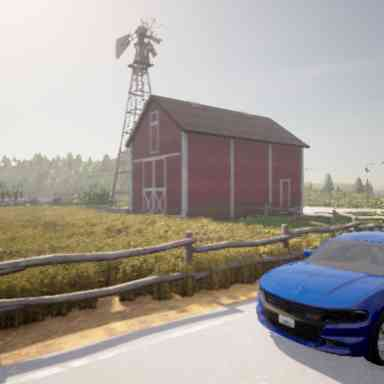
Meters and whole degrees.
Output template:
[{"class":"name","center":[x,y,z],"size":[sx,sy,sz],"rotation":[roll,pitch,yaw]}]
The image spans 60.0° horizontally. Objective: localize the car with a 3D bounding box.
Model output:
[{"class":"car","center":[3.311,1.491,5.996],"size":[5.008,1.535,1.882],"rotation":[0,0,-36]}]
